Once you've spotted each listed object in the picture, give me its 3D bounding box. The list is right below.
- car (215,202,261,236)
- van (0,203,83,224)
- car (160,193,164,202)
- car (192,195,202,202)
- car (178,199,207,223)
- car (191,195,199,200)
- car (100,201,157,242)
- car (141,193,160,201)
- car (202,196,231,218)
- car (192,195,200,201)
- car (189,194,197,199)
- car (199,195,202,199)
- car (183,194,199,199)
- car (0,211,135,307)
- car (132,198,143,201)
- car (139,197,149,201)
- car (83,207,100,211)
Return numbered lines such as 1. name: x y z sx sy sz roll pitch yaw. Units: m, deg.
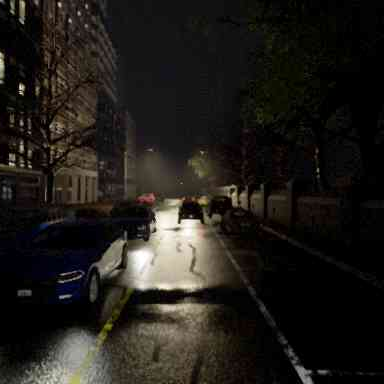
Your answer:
1. car: 2.462 1.485 17.790 1.752 1.417 4.829 0 0 -1
2. van: -5.512 1.316 11.923 1.690 1.788 3.998 0 0 0
3. car: -6.722 1.141 67.391 2.192 1.841 5.009 0 0 -2
4. car: 1.101 1.357 73.083 2.008 1.369 4.403 0 0 -2
5. car: -0.093 1.469 24.728 1.812 1.442 4.674 0 0 -1
6. car: 0.692 1.337 84.175 1.947 1.339 4.313 0 0 -2
7. car: -2.837 1.441 16.390 1.882 1.535 5.008 0 0 -1
8. car: -6.044 1.206 45.205 2.192 1.841 5.009 0 0 -1
9. car: 2.319 1.248 28.716 2.192 1.841 5.009 0 0 -1
10. car: 0.897 1.371 78.629 1.802 1.307 4.206 0 0 -2
11. car: 0.283 1.301 95.267 1.947 1.339 4.313 0 0 -2
12. car: 1.830 1.398 51.072 1.752 1.417 4.829 0 0 -2
13. car: -0.459 1.371 43.825 1.882 1.535 5.008 0 0 -1
14. car: -2.862 1.460 8.188 1.882 1.535 5.008 0 0 0
15. car: -5.704 1.479 28.564 1.887 1.381 4.507 0 0 -1
16. car: -5.803 1.502 34.114 1.802 1.307 4.206 0 0 -1
17. car: -5.560 1.506 17.469 1.887 1.381 4.507 0 0 -1
